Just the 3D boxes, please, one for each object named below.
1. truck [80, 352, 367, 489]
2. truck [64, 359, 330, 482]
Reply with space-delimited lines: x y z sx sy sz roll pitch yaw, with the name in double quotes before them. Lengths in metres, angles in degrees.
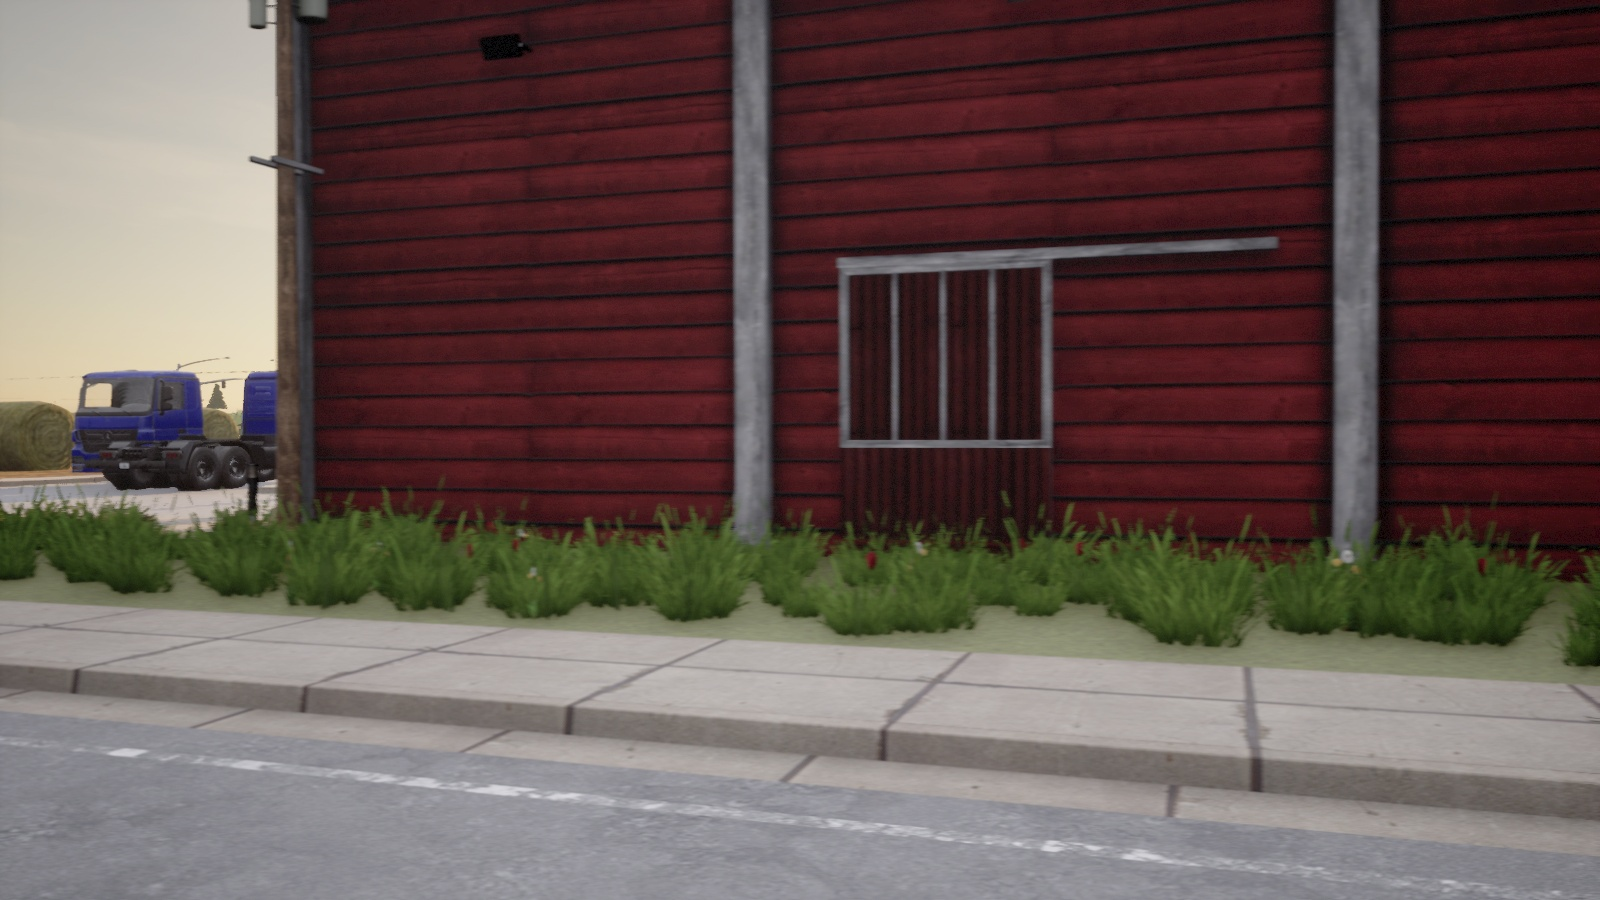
"truck" -16.118 -0.819 35.951 2.891 3.462 7.936 1 1 18
"truck" -18.646 -0.886 39.561 2.891 3.462 7.936 1 1 18
